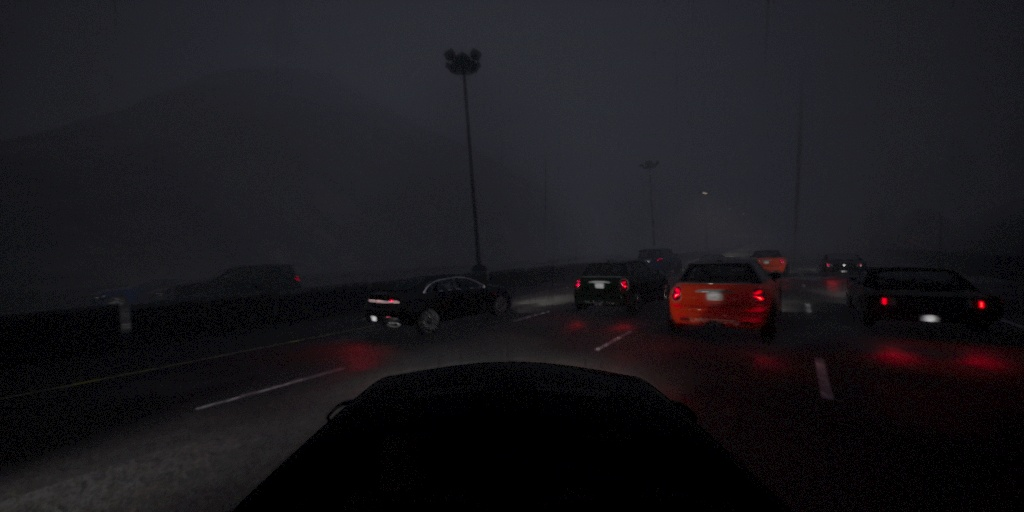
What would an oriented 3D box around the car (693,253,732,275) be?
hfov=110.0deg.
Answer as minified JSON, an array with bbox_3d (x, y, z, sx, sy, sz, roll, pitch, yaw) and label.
[{"bbox_3d":[15.322,0.572,27.303,1.812,1.442,4.674,-2,0,38],"label":"car"}]

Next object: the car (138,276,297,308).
[{"bbox_3d":[-12.232,1.818,15.232,1.895,1.301,4.718,-2,0,38],"label":"car"}]

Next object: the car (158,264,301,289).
[{"bbox_3d":[-14.090,1.506,18.546,2.150,2.045,5.566,-2,0,38],"label":"car"}]

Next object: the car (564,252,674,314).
[{"bbox_3d":[4.071,0.902,13.010,2.097,1.767,4.553,-2,0,38],"label":"car"}]

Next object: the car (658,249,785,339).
[{"bbox_3d":[5.695,0.845,9.417,2.097,1.767,4.553,-2,0,38],"label":"car"}]

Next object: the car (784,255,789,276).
[{"bbox_3d":[16.894,0.343,23.652,2.097,1.767,4.553,-2,0,38],"label":"car"}]

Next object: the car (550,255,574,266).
[{"bbox_3d":[7.977,0.492,52.090,1.895,1.301,4.718,-2,0,38],"label":"car"}]

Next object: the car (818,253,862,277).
[{"bbox_3d":[19.606,0.486,21.428,1.895,1.301,4.718,-2,0,38],"label":"car"}]

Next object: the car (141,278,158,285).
[{"bbox_3d":[-17.129,1.883,20.328,1.882,1.535,5.008,-2,0,38],"label":"car"}]

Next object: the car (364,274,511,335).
[{"bbox_3d":[-1.995,1.298,10.952,2.128,1.511,4.902,-2,0,38],"label":"car"}]

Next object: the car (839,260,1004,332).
[{"bbox_3d":[9.863,0.923,9.045,1.895,1.301,4.718,-2,0,38],"label":"car"}]

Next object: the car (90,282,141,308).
[{"bbox_3d":[-20.980,2.040,21.091,1.882,1.535,5.008,-2,0,38],"label":"car"}]

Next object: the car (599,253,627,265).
[{"bbox_3d":[13.479,0.380,47.763,1.895,1.301,4.718,-2,0,38],"label":"car"}]

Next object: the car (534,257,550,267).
[{"bbox_3d":[5.267,0.831,54.292,1.812,1.442,4.674,-2,0,38],"label":"car"}]

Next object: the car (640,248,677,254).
[{"bbox_3d":[11.581,0.419,28.221,2.150,2.045,5.566,-2,0,38],"label":"car"}]
